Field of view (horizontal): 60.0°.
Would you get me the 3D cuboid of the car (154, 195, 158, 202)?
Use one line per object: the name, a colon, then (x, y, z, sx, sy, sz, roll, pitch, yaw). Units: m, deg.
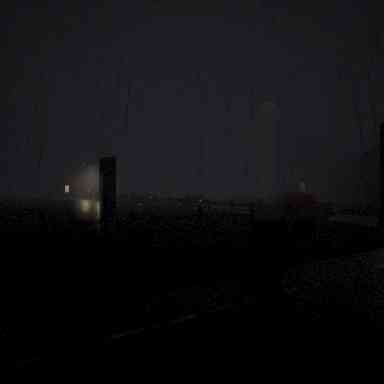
car: (-7.590, 1.025, 58.025, 1.812, 1.442, 4.674, -1, 1, -35)

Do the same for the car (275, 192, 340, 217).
car: (9.829, 1.065, 28.844, 2.150, 2.045, 5.566, -1, 1, -37)

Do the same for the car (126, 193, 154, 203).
car: (-8.570, 1.050, 54.488, 1.837, 1.490, 4.892, -1, 0, -35)

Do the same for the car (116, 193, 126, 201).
car: (-13.416, 0.878, 66.083, 1.882, 1.535, 5.008, -1, 1, -36)

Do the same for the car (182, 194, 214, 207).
car: (0.685, 1.048, 41.516, 2.097, 1.767, 4.553, -1, 1, -36)
